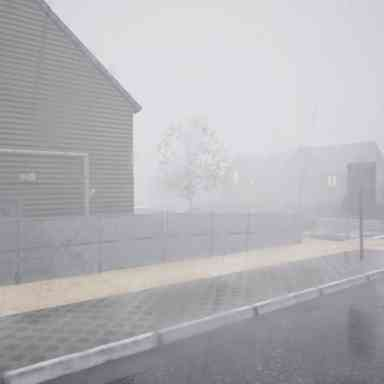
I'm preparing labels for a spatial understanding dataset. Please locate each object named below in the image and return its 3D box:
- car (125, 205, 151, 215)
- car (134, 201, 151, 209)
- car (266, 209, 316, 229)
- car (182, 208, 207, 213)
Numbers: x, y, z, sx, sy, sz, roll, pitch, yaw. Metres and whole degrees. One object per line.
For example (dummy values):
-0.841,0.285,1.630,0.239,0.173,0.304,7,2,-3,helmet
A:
-7.887,2.584,48.405,1.895,1.301,4.718,-1,-1,-35,car
-7.296,2.128,42.595,2.150,2.045,5.566,-1,-1,-35,car
6.452,1.907,23.249,1.994,1.385,4.181,-1,-1,-36,car
0.651,2.182,31.407,1.895,1.301,4.718,-1,-1,-35,car
